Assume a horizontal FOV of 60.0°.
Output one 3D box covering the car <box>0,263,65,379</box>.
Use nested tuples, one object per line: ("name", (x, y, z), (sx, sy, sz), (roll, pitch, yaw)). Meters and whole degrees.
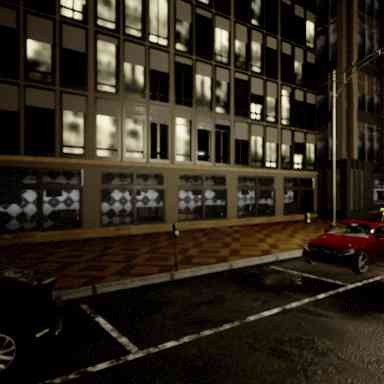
("car", (-3.818, 1.557, 3.832), (4.403, 1.369, 2.008), (0, 1, -35))

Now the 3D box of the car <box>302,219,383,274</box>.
("car", (5.202, 1.517, 10.266), (4.206, 1.307, 1.802), (0, 1, -36))
